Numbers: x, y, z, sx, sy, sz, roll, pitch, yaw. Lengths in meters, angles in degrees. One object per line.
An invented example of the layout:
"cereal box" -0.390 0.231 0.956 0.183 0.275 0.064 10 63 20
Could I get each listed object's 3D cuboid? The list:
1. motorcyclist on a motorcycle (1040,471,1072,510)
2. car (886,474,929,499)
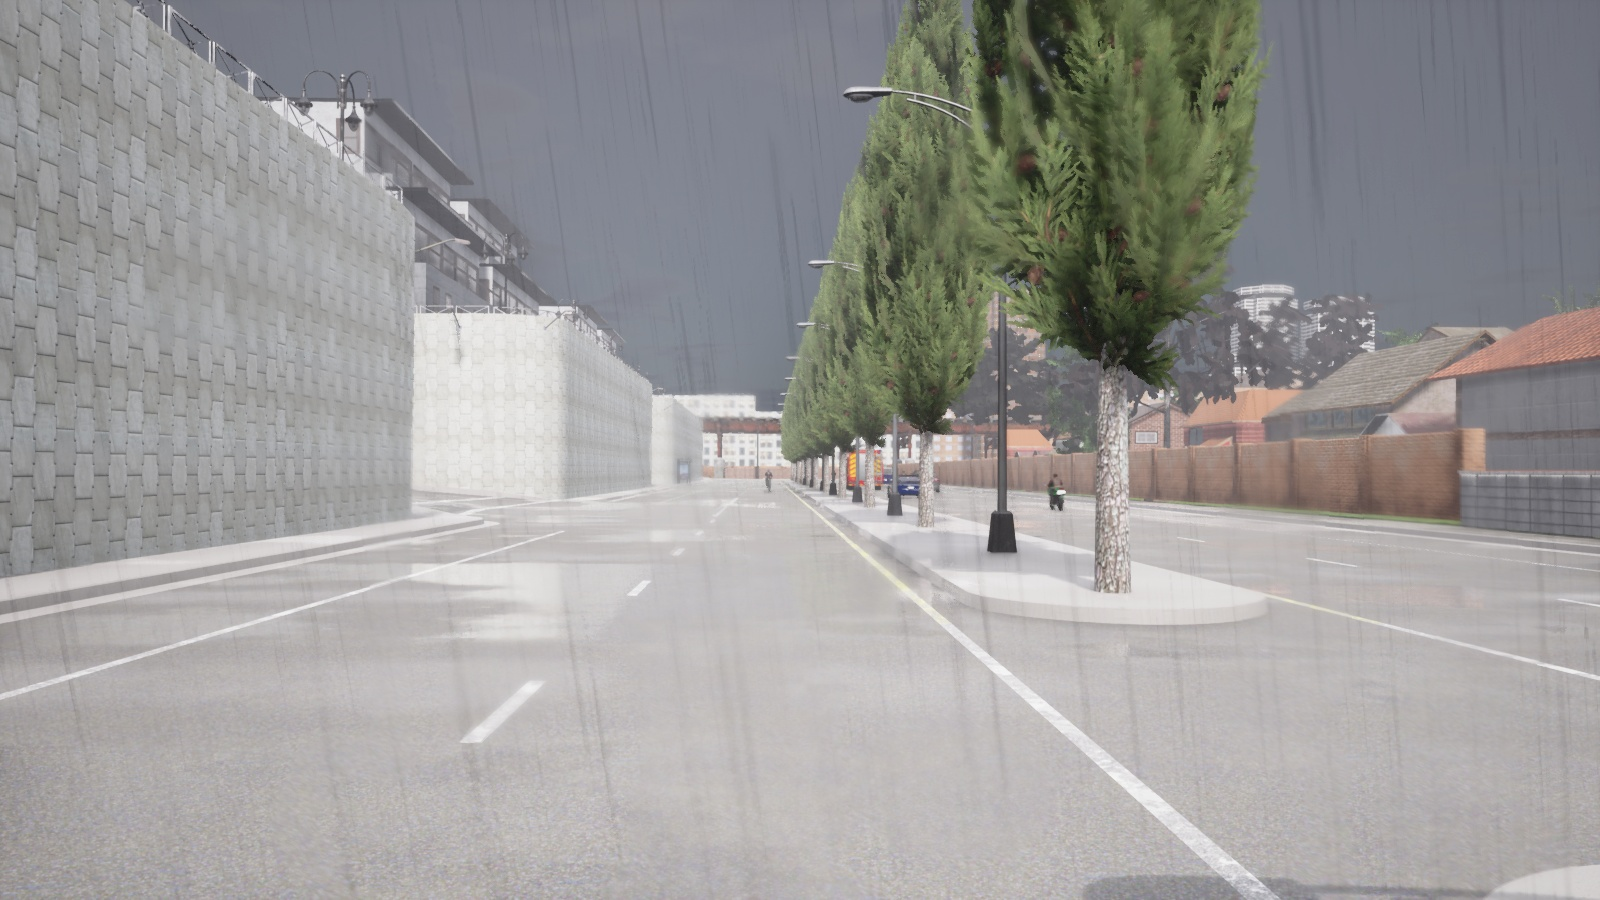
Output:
"motorcyclist on a motorcycle" 10.278 1.601 50.440 0.797 1.523 2.044 0 -1 -1
"car" 6.202 2.075 72.834 1.994 1.385 4.181 0 -1 -1
